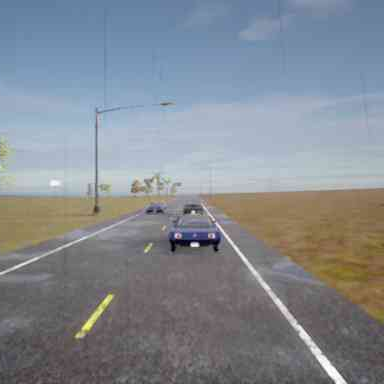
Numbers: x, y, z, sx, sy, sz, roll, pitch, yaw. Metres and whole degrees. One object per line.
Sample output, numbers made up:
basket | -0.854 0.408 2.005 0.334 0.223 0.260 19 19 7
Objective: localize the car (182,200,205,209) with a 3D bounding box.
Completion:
car | 0.109 1.498 31.722 1.837 1.490 4.892 0 0 0

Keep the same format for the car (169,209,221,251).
car | 0.104 1.598 14.130 1.895 1.301 4.718 0 0 0

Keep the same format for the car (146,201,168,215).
car | -3.588 1.594 34.298 1.895 1.301 4.718 0 0 0
